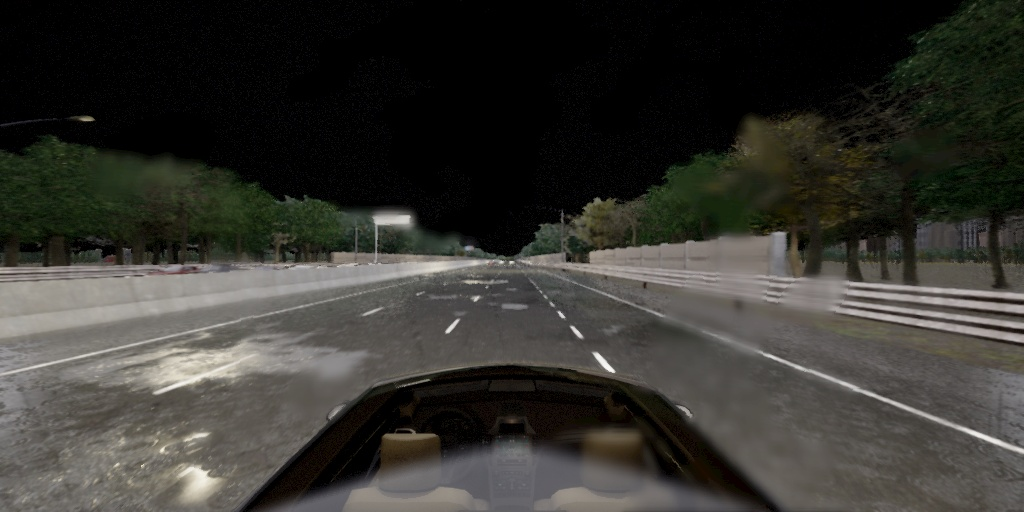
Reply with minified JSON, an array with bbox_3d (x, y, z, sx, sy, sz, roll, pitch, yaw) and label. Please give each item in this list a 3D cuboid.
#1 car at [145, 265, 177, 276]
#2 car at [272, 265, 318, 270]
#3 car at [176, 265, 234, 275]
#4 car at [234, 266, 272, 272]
[{"bbox_3d":[-28.092,1.511,30.200,1.812,1.442,4.674,0,0,0],"label":"car"},{"bbox_3d":[-17.595,1.512,30.224,1.812,1.442,4.674,0,0,0],"label":"car"},{"bbox_3d":[-24.597,1.533,30.211,2.033,1.411,5.357,0,0,0],"label":"car"},{"bbox_3d":[-21.096,1.544,31.462,2.033,1.411,5.357,0,0,0],"label":"car"}]
